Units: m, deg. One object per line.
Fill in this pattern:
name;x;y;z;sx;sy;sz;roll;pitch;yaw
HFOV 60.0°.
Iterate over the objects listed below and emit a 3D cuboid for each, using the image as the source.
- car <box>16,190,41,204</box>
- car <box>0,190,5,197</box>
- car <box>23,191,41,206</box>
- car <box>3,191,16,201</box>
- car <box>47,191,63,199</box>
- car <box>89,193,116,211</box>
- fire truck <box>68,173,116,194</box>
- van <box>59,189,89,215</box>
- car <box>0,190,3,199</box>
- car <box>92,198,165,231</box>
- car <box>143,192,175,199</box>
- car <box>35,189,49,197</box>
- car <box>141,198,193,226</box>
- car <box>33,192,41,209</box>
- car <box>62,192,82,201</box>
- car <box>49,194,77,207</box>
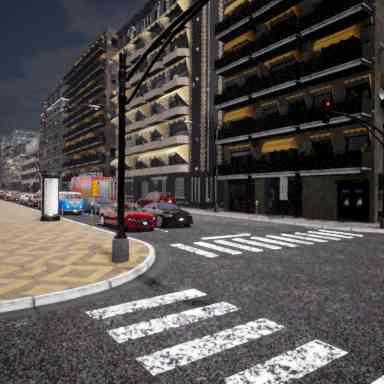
car;-20.045;0.803;40.970;1.752;1.417;4.829;2;0;-36
car;-39.990;0.299;68.641;2.008;1.369;4.403;2;0;-36
car;-16.837;0.908;36.518;1.887;1.381;4.507;2;0;-36
car;-26.757;0.540;50.285;1.967;1.590;4.097;2;0;-36
car;-26.680;0.528;64.507;1.752;1.417;4.829;2;0;-36
car;-7.980;1.116;28.639;2.033;1.411;5.357;1;0;-36
fire truck;-11.967;-0.235;39.509;2.891;3.827;8.468;1;0;-36
van;-10.217;0.880;27.340;1.690;1.788;3.998;2;0;-36
car;-33.375;0.469;59.463;1.887;1.381;4.507;2;0;-36
car;-3.608;1.260;18.163;1.887;1.381;4.507;2;0;-36
car;-3.423;0.936;32.246;2.192;1.841;5.009;2;0;-36
car;-33.193;0.270;73.547;1.967;1.590;4.097;2;0;-36
car;-1.747;1.298;19.988;1.994;1.385;4.181;1;0;-36
car;-13.530;0.996;31.930;1.887;1.381;4.507;2;0;-36
car;-19.967;0.747;55.191;1.947;1.339;4.313;2;0;-36
car;-14.862;0.949;38.210;1.994;1.385;4.181;1;0;-36
